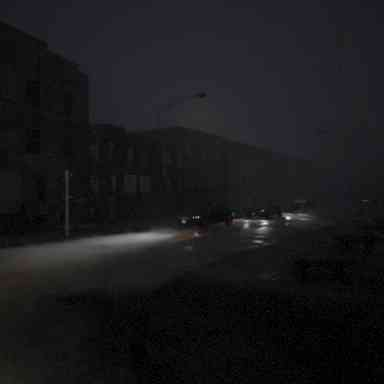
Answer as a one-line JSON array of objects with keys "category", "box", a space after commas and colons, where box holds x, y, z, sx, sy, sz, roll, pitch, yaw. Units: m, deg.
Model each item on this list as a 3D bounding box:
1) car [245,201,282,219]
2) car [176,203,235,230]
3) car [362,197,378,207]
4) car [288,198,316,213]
[{"category": "car", "box": [6.306, 1.477, 28.665, 1.812, 1.442, 4.674, 0, 0, 36]}, {"category": "car", "box": [0.939, 1.444, 21.166, 2.128, 1.511, 4.902, 0, 0, 36]}, {"category": "car", "box": [26.431, 1.453, 49.567, 2.128, 1.511, 4.902, 0, 0, 35]}, {"category": "car", "box": [12.298, 1.428, 37.007, 1.882, 1.535, 5.008, 0, 0, 36]}]
